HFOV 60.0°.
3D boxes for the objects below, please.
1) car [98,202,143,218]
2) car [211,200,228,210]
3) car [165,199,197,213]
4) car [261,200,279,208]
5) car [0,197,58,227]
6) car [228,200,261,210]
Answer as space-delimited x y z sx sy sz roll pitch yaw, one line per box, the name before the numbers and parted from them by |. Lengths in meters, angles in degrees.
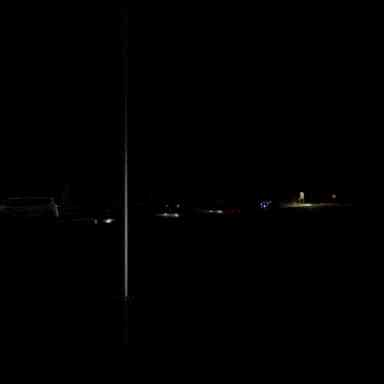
car | -7.064 1.730 33.105 1.882 1.535 5.008 -1 -1 35
car | 4.616 1.965 49.827 1.812 1.442 4.674 -1 -1 36
car | -1.282 1.698 41.424 2.097 1.767 4.553 -1 -1 35
car | 13.485 2.113 57.666 1.895 1.301 4.718 -1 -1 35
car | -12.811 1.379 24.846 2.150 2.045 5.566 -1 -1 34
car | 7.792 1.914 49.400 2.128 1.511 4.902 -1 -1 35
